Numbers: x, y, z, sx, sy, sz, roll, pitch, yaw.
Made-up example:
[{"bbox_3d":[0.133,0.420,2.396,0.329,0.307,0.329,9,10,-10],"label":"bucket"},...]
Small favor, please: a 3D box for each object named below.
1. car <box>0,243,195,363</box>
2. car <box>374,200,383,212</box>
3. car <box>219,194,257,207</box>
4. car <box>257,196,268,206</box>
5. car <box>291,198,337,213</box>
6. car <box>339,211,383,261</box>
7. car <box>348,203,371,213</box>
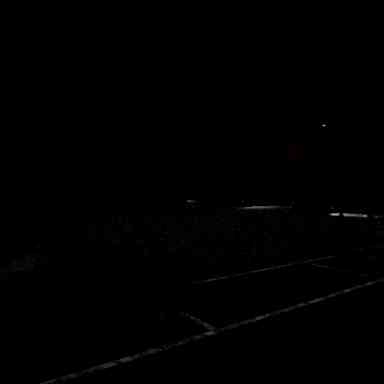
[{"bbox_3d":[-2.061,1.545,5.172,4.507,1.381,1.887,0,0,-35],"label":"car"},{"bbox_3d":[16.257,1.323,24.144,2.128,1.511,4.902,0,1,-29],"label":"car"},{"bbox_3d":[5.258,1.009,40.692,1.812,1.442,4.674,0,1,-35],"label":"car"},{"bbox_3d":[7.655,1.008,42.935,1.812,1.442,4.674,0,1,-35],"label":"car"},{"bbox_3d":[11.566,1.239,31.688,1.994,1.385,4.181,0,1,-35],"label":"car"},{"bbox_3d":[6.837,1.552,11.449,4.403,1.369,2.008,0,0,-35],"label":"car"},{"bbox_3d":[16.808,1.361,29.976,1.895,1.301,4.718,0,1,-37],"label":"car"}]
